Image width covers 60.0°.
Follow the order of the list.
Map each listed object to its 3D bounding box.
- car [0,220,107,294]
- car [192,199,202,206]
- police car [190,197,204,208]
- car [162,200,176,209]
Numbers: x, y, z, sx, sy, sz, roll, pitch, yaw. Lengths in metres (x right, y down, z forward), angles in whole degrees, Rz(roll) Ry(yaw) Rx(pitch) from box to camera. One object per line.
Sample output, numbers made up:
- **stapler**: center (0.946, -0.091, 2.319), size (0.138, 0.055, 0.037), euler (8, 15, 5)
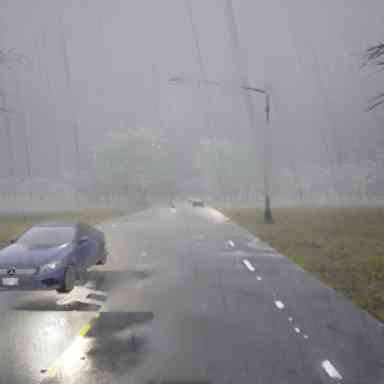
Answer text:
- **car**: center (-3.604, 1.523, 8.942), size (1.812, 1.442, 4.674), euler (0, 0, 0)
- **car**: center (1.023, 2.092, 67.808), size (1.837, 1.490, 4.892), euler (0, -1, 0)
- **police car**: center (1.027, 1.867, 57.920), size (1.930, 1.638, 5.238), euler (0, -1, 0)
- **car**: center (-3.582, 1.948, 51.362), size (1.895, 1.301, 4.718), euler (0, -1, 0)
